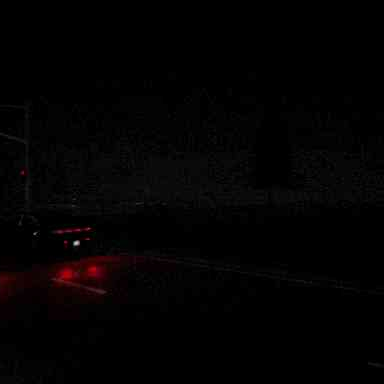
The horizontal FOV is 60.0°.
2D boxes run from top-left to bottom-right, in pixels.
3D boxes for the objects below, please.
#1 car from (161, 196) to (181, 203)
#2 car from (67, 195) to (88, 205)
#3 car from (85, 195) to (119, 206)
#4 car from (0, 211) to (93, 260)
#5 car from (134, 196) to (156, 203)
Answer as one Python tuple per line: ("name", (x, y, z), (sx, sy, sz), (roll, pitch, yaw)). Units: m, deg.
("car", (-4.229, 1.460, 66.204), (2.128, 1.511, 4.902), (0, 0, 35))
("car", (-19.064, 1.311, 57.207), (2.097, 1.767, 4.553), (0, 0, 35))
("car", (-13.876, 1.566, 52.454), (1.895, 1.301, 4.718), (0, 0, 35))
("car", (-5.782, 1.481, 12.399), (4.902, 1.511, 2.128), (0, 0, 36))
("car", (-9.879, 1.499, 70.318), (2.033, 1.411, 5.357), (0, 0, 35))
